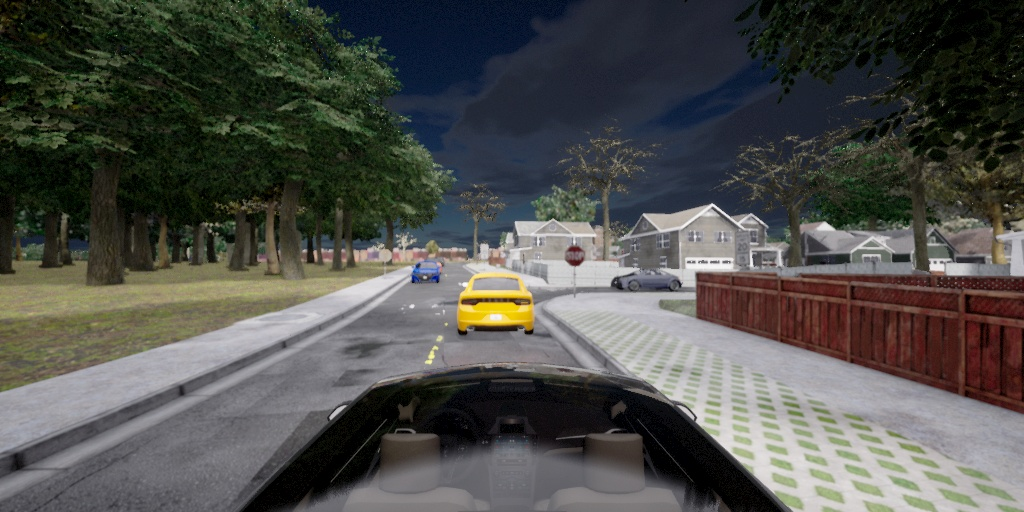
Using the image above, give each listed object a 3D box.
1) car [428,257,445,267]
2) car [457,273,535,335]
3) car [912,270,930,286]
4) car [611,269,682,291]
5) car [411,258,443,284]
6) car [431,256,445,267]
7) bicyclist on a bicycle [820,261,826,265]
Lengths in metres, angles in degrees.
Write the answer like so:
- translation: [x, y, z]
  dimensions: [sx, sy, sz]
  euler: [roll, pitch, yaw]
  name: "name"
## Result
- translation: [-8.195, 0.933, 36.503]
  dimensions: [2.097, 1.767, 4.553]
  euler: [0, 0, -11]
  name: "car"
- translation: [-0.465, 1.218, 10.507]
  dimensions: [1.882, 1.535, 5.008]
  euler: [0, 0, -3]
  name: "car"
- translation: [28.514, 1.760, 26.274]
  dimensions: [4.892, 1.490, 1.837]
  euler: [1, -2, -10]
  name: "car"
- translation: [8.420, 1.499, 22.610]
  dimensions: [4.181, 1.385, 1.994]
  euler: [1, -3, -9]
  name: "car"
- translation: [-6.192, 1.120, 26.013]
  dimensions: [1.882, 1.535, 5.008]
  euler: [0, 0, -11]
  name: "car"
- translation: [-12.440, 0.873, 60.417]
  dimensions: [2.097, 1.767, 4.553]
  euler: [0, 0, -8]
  name: "car"
- translation: [15.823, 1.091, 18.029]
  dimensions: [0.582, 1.620, 1.656]
  euler: [1, -3, -10]
  name: "bicyclist on a bicycle"
